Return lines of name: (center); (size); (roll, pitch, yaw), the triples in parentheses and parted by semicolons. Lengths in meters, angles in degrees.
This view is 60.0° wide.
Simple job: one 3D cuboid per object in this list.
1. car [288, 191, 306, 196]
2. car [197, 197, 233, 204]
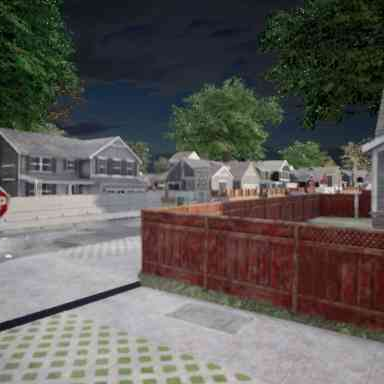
car: (14.754, 0.610, 46.352); (2.033, 1.411, 5.357); (1, 1, 35)
car: (1.949, 1.093, 23.334); (1.837, 1.490, 4.892); (1, 1, 35)
